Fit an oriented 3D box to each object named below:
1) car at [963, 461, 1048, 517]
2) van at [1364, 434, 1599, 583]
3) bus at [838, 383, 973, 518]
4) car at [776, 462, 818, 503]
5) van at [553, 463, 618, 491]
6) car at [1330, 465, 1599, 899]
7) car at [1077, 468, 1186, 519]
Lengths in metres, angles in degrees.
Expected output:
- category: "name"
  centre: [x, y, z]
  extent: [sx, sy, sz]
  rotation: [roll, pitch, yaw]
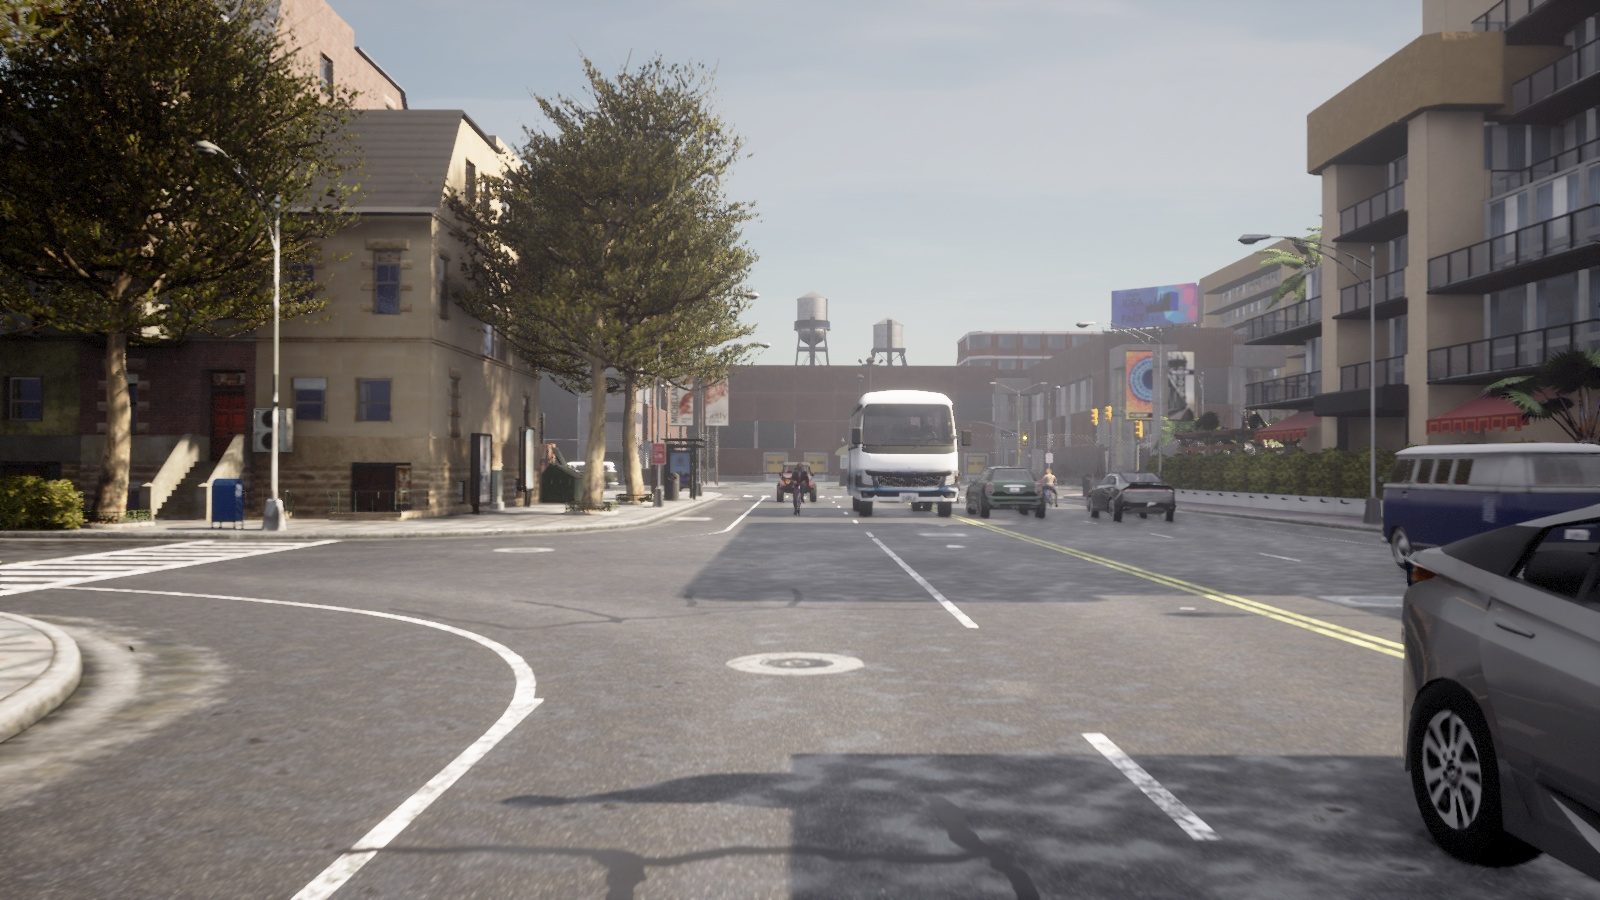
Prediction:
- category: "car"
  centre: [6.897, 1.285, 42.642]
  extent: [2.097, 1.767, 4.553]
  rotation: [0, -1, 0]
- category: "van"
  centre: [10.431, 0.810, 19.022]
  extent: [1.775, 1.987, 4.442]
  rotation: [0, -1, 0]
- category: "bus"
  centre: [3.500, 0.097, 44.978]
  extent: [3.944, 4.253, 10.273]
  rotation: [0, -1, 0]
- category: "car"
  centre: [-0.144, 1.506, 59.571]
  extent: [1.905, 1.878, 3.866]
  rotation: [0, -1, 0]
- category: "van"
  centre: [-15.857, 2.004, 93.060]
  extent: [4.480, 2.038, 2.069]
  rotation: [0, -1, 0]
- category: "car"
  centre: [3.491, 0.799, 3.612]
  extent: [2.007, 1.525, 4.514]
  rotation: [0, -1, 0]
- category: "car"
  centre: [10.404, 1.326, 39.766]
  extent: [2.128, 1.511, 4.902]
  rotation: [0, -1, 0]
